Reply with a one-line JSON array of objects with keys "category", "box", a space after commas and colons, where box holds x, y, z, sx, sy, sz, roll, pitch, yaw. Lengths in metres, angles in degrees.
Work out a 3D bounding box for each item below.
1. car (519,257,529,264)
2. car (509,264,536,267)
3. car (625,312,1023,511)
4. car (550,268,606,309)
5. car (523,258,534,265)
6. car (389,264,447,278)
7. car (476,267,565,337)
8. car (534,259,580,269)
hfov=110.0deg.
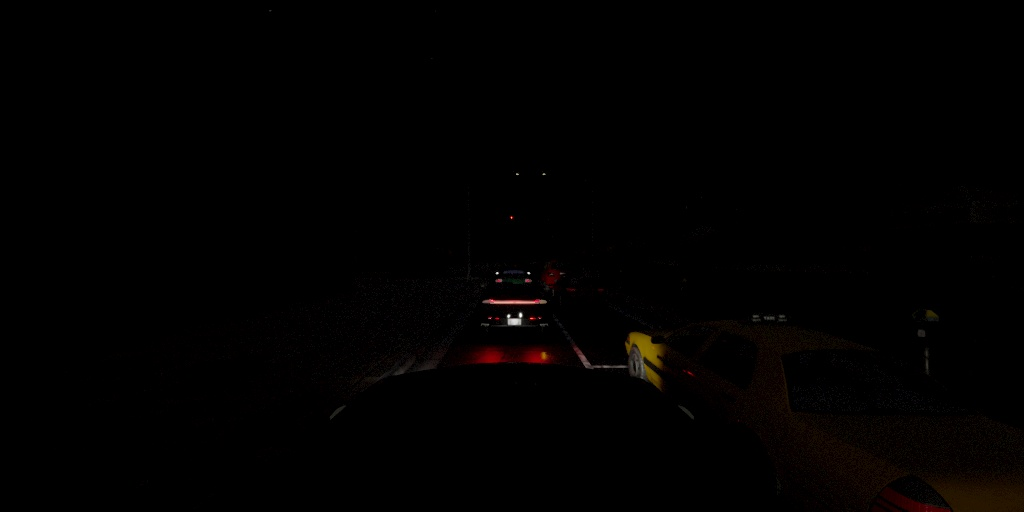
[{"category": "car", "box": [2.748, 1.403, 62.918, 1.888, 1.381, 4.507, 0, 0, 0]}, {"category": "car", "box": [0.060, 1.325, 19.297, 1.994, 1.385, 4.181, 0, 0, -1]}, {"category": "car", "box": [2.643, 1.276, 4.000, 1.751, 1.417, 4.829, 0, 0, 0]}, {"category": "car", "box": [2.662, 1.338, 14.728, 1.802, 1.307, 4.207, 0, 0, 0]}, {"category": "car", "box": [2.719, 1.356, 46.607, 1.888, 1.381, 4.507, 0, 0, 0]}, {"category": "car", "box": [-8.221, 1.350, 31.780, 4.718, 1.301, 1.895, 0, -1, 0]}, {"category": "car", "box": [0.080, 1.245, 10.352, 2.128, 1.511, 4.902, 0, 0, 1]}, {"category": "car", "box": [2.671, 1.076, 20.177, 2.192, 1.841, 5.009, 0, 0, 0]}]
